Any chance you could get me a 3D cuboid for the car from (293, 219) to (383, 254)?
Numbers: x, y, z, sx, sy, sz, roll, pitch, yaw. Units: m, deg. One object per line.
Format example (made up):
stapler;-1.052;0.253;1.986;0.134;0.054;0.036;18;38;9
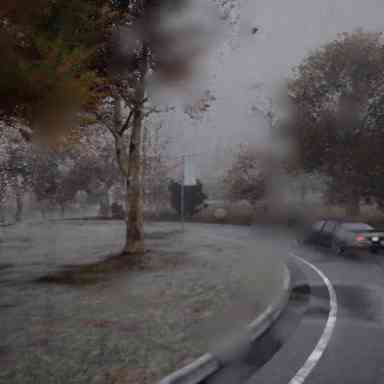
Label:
car;6.660;1.929;15.331;2.033;1.411;5.357;0;-2;-10
